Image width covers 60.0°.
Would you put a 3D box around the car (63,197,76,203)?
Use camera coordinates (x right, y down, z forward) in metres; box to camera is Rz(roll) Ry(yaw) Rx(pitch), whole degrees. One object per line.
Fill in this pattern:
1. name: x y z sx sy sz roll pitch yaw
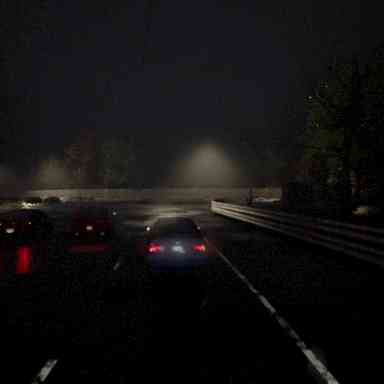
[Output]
1. car: -26.983 1.748 72.549 1.812 1.442 4.674 0 0 -43

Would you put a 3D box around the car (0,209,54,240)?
1. car: -8.646 1.595 17.421 1.812 1.442 4.674 0 0 -10

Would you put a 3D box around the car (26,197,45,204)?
1. car: -32.313 1.736 68.011 1.837 1.490 4.892 0 0 -43

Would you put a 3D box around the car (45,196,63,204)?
1. car: -29.628 1.585 70.258 2.097 1.767 4.553 0 0 -43

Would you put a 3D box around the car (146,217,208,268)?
1. car: -0.596 1.579 11.460 2.033 1.411 5.357 0 0 -5

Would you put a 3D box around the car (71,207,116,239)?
1. car: -5.206 1.539 17.998 1.882 1.535 5.008 0 0 -9
